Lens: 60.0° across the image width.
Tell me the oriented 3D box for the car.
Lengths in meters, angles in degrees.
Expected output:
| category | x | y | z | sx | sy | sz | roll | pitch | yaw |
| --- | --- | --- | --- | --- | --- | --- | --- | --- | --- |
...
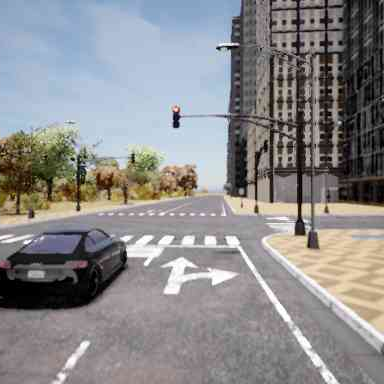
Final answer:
| category | x | y | z | sx | sy | sz | roll | pitch | yaw |
| --- | --- | --- | --- | --- | --- | --- | --- | --- | --- |
| car | -2.971 | 1.568 | 8.473 | 1.994 | 1.385 | 4.181 | 0 | 0 | 2 |
